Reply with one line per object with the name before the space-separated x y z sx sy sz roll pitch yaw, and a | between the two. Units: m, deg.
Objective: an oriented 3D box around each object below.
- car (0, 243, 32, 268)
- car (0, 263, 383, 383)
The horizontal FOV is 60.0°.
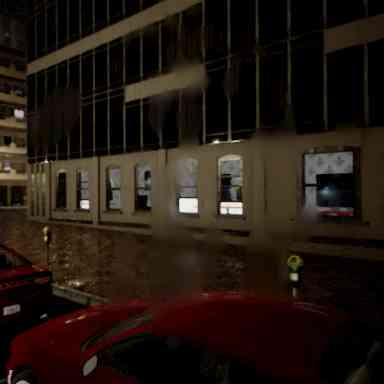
car | -4.341 1.509 5.981 4.507 1.381 1.887 0 0 36
car | 0.232 1.538 2.720 4.507 1.381 1.887 0 0 36
